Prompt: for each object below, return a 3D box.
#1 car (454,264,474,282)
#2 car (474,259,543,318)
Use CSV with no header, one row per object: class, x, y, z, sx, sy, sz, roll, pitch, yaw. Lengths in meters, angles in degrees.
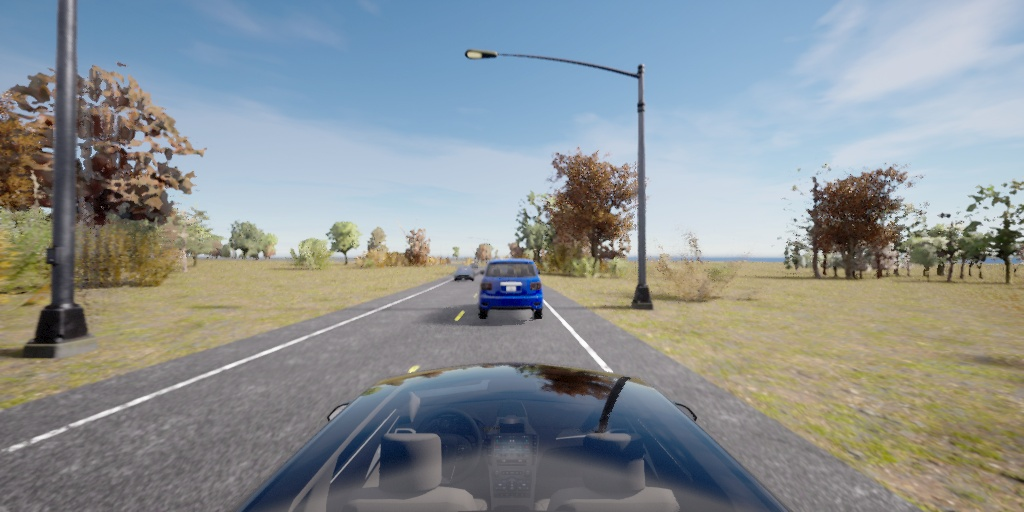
car,-4.530,1.738,34.885,2.033,1.411,5.357,0,-1,-3
car,-0.066,1.131,13.830,2.150,2.045,5.566,0,0,-1
